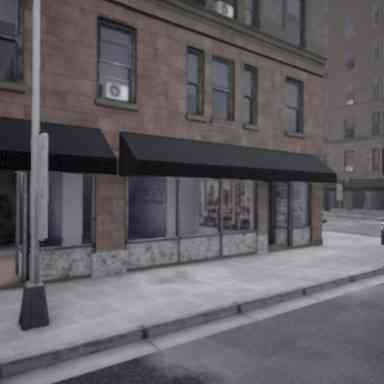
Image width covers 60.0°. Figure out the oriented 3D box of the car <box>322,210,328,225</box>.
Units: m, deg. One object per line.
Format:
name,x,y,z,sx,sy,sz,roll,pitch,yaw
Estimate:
car,6.610,1.362,22.661,2.192,1.841,5.009,2,0,-36
